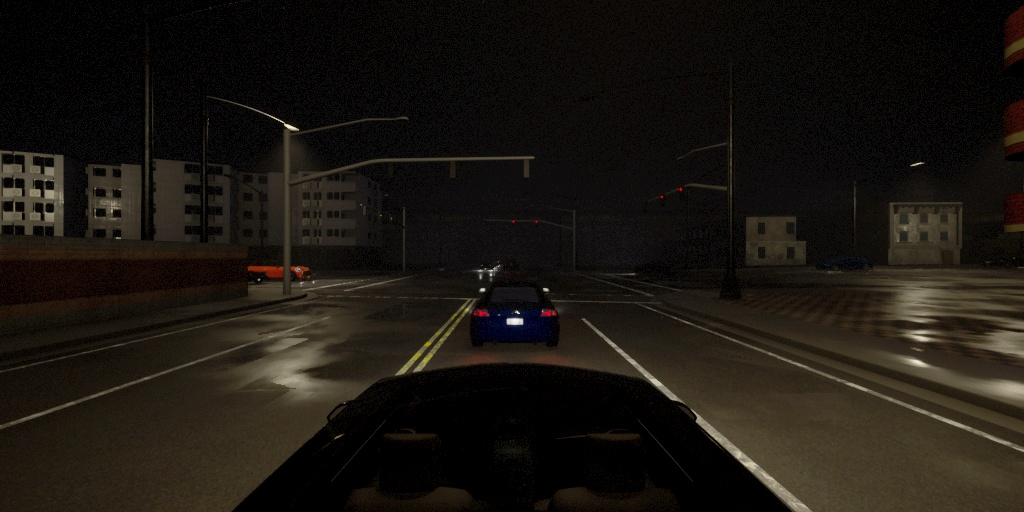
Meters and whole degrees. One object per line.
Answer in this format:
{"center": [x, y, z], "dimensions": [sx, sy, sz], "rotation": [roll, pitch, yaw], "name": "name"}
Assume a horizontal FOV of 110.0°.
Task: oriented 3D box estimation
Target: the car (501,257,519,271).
{"center": [-0.100, 1.102, 50.048], "dimensions": [2.097, 1.767, 4.553], "rotation": [0, 0, -1], "name": "car"}

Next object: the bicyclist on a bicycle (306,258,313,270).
{"center": [-25.562, 1.050, 45.223], "dimensions": [0.582, 1.620, 1.656], "rotation": [0, 0, 0], "name": "bicyclist on a bicycle"}

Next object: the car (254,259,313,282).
{"center": [-18.463, 1.102, 28.582], "dimensions": [4.553, 1.767, 2.097], "rotation": [0, 0, 0], "name": "car"}

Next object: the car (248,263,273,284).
{"center": [-19.921, 1.351, 25.132], "dimensions": [4.718, 1.301, 1.895], "rotation": [0, 0, 1], "name": "car"}

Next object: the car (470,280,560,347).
{"center": [0.063, 1.314, 9.357], "dimensions": [1.994, 1.385, 4.181], "rotation": [0, 0, 0], "name": "car"}

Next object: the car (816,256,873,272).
{"center": [34.927, 0.816, 37.763], "dimensions": [5.008, 1.535, 1.882], "rotation": [-1, 0, 1], "name": "car"}

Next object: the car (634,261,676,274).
{"center": [15.133, 1.209, 38.097], "dimensions": [4.181, 1.385, 1.994], "rotation": [-1, 0, 1], "name": "car"}

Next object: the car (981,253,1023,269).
{"center": [52.128, 0.475, 37.380], "dimensions": [4.902, 1.511, 2.128], "rotation": [-1, 0, 1], "name": "car"}

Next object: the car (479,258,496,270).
{"center": [-3.746, 1.255, 53.710], "dimensions": [1.837, 1.490, 4.892], "rotation": [0, 0, 0], "name": "car"}

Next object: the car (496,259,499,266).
{"center": [-3.753, 1.276, 63.080], "dimensions": [1.812, 1.442, 4.674], "rotation": [0, 0, 0], "name": "car"}
